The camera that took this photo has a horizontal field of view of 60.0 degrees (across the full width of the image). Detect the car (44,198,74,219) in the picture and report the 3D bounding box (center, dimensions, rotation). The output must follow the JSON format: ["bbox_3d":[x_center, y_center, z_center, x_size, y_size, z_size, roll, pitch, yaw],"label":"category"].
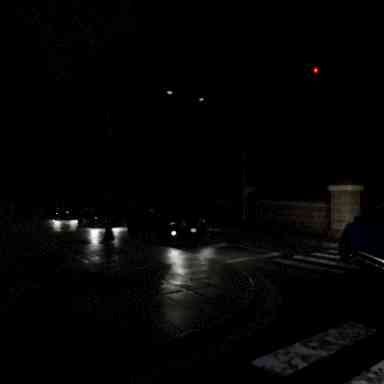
[{"bbox_3d":[-13.505,1.624,34.030,2.150,2.045,5.566,0,-1,-35],"label":"car"}]

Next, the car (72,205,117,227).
[{"bbox_3d":[-7.329,1.811,25.363,1.812,1.442,4.674,0,-1,-36],"label":"car"}]

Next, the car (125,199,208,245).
[{"bbox_3d":[-1.527,1.409,17.260,2.150,2.045,5.566,0,-1,-36],"label":"car"}]

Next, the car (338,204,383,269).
[{"bbox_3d":[5.945,1.307,8.956,2.150,2.045,5.566,1,-1,6],"label":"car"}]
